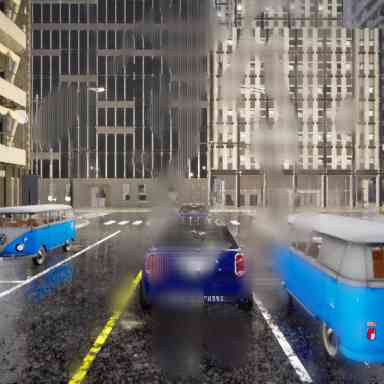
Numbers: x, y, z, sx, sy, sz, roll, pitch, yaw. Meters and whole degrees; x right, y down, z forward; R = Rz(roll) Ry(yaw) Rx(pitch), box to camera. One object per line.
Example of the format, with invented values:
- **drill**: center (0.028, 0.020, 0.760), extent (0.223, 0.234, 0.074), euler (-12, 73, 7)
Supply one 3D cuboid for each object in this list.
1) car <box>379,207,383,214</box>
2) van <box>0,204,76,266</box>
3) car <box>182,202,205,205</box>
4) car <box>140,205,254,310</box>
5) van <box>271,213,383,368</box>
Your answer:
- **car**: center (18.984, 1.490, 29.035), extent (4.829, 1.417, 1.752), euler (0, 0, 0)
- **van**: center (-5.333, 1.345, 11.283), extent (1.690, 1.788, 3.998), euler (0, 0, 0)
- **car**: center (0.088, 1.359, 18.015), extent (2.097, 1.767, 4.553), euler (0, 0, 0)
- **car**: center (0.085, 1.354, 7.988), extent (2.097, 1.767, 4.553), euler (0, 0, 0)
- **van**: center (2.559, 1.343, 5.615), extent (1.690, 1.788, 3.998), euler (0, 0, 0)
